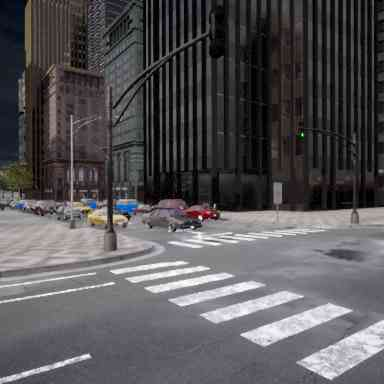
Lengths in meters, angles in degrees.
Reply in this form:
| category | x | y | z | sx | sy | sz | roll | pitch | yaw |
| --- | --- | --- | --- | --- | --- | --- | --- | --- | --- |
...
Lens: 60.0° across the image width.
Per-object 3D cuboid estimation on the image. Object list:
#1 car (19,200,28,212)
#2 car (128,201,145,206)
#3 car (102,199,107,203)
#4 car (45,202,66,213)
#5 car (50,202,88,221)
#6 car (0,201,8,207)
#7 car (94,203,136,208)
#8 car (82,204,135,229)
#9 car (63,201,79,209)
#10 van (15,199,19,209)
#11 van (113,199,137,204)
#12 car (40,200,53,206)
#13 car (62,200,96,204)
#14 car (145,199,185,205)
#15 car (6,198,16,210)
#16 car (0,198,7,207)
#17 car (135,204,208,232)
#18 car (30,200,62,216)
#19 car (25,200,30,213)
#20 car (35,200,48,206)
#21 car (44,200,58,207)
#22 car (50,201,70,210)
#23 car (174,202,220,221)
| category | x | y | z | sx | sy | sz | roll | pitch | yaw |
| --- | --- | --- | --- | --- | --- | --- | --- | --- | --- |
| car | -23.344 | 2.158 | 48.439 | 1.967 | 1.590 | 4.097 | -1 | 0 | -35 |
| car | -5.276 | 2.006 | 37.793 | 1.802 | 1.307 | 4.206 | -1 | 0 | -35 |
| car | -11.175 | 1.877 | 46.087 | 2.192 | 1.841 | 5.009 | -1 | 0 | -35 |
| car | -19.851 | 2.203 | 48.249 | 1.812 | 1.442 | 4.674 | 0 | 0 | -35 |
| car | -12.005 | 2.005 | 32.520 | 2.008 | 1.369 | 4.403 | -1 | 0 | -35 |
| car | -44.425 | 2.772 | 78.045 | 1.802 | 1.307 | 4.206 | -1 | 0 | -35 |
| car | -7.303 | 1.985 | 30.524 | 1.895 | 1.301 | 4.718 | 0 | -1 | -35 |
| car | -6.239 | 1.844 | 24.422 | 1.752 | 1.417 | 4.829 | -1 | 0 | -35 |
| car | -22.697 | 2.408 | 62.230 | 1.802 | 1.307 | 4.206 | -1 | 0 | -35 |
| van | -26.181 | 2.124 | 52.419 | 1.690 | 1.788 | 3.998 | -1 | 0 | -35 |
| van | -8.228 | 1.834 | 41.940 | 1.690 | 1.788 | 3.998 | -1 | 0 | -35 |
| car | -34.769 | 2.662 | 79.181 | 1.947 | 1.339 | 4.313 | -1 | 0 | -35 |
| car | -13.306 | 2.002 | 38.970 | 1.882 | 1.535 | 5.008 | 0 | -1 | -36 |
| car | -2.336 | 1.670 | 33.646 | 2.192 | 1.841 | 5.009 | -1 | 0 | -35 |
| car | -31.951 | 2.355 | 60.523 | 1.967 | 1.590 | 4.097 | -1 | 0 | -35 |
| car | -41.307 | 2.668 | 73.665 | 1.887 | 1.381 | 4.507 | -1 | 0 | -35 |
| car | -1.528 | 1.795 | 22.413 | 2.033 | 1.411 | 5.357 | 0 | -1 | -36 |
| car | -17.679 | 1.902 | 40.480 | 2.192 | 1.841 | 5.009 | -1 | 0 | -35 |
| car | -20.508 | 2.197 | 44.459 | 1.887 | 1.381 | 4.507 | -1 | 0 | -35 |
| car | -37.786 | 2.712 | 83.418 | 2.008 | 1.369 | 4.403 | -1 | 0 | -35 |
| car | -31.750 | 2.597 | 74.942 | 1.947 | 1.339 | 4.313 | -1 | 0 | -35 |
| car | -23.051 | 2.342 | 57.981 | 2.033 | 1.411 | 5.357 | 0 | -1 | -35 |
| car | 0.615 | 1.830 | 29.499 | 1.887 | 1.381 | 4.507 | -1 | 0 | -35 |
